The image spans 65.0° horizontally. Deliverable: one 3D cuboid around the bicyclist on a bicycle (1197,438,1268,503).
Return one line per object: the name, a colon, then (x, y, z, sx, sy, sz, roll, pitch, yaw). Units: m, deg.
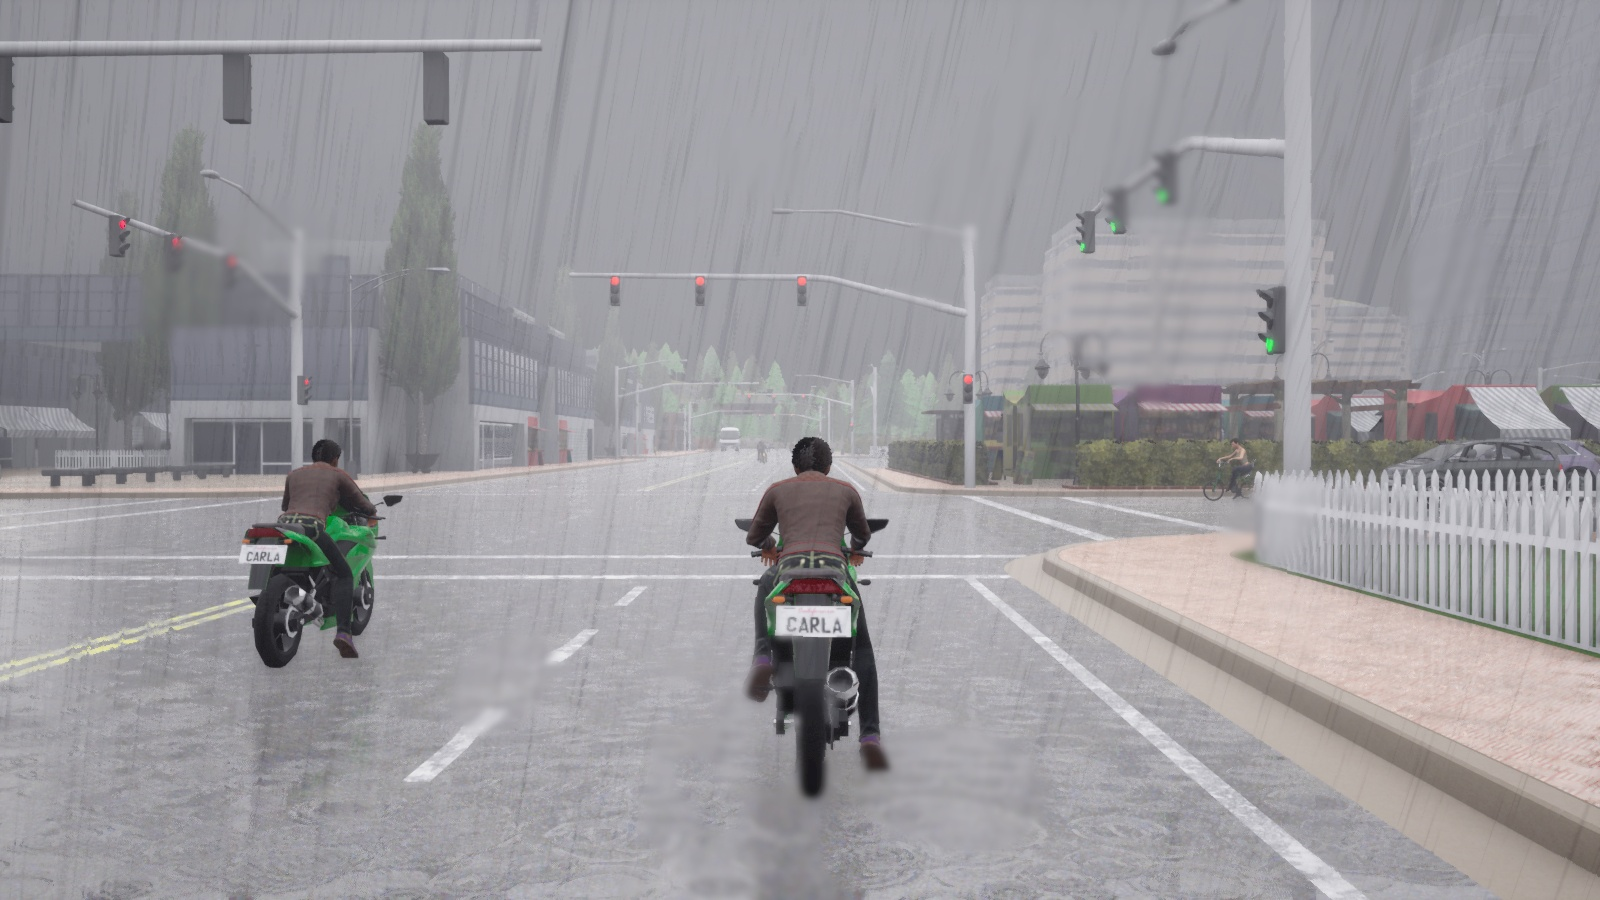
bicyclist on a bicycle: (11.005, 0.511, 31.967, 1.509, 1.612, 0.866, 0, 0, -1)

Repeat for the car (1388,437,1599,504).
car: (17.933, 0.510, 32.101, 4.856, 1.649, 2.033, 0, 0, -1)

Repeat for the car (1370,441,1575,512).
car: (15.225, 0.576, 28.550, 3.705, 1.549, 1.789, 0, 0, -1)

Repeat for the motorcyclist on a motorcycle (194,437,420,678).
motorcyclist on a motorcycle: (-3.424, 0.675, 8.958, 0.797, 1.523, 2.044, 0, 0, 0)

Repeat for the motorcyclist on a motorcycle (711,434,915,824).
motorcyclist on a motorcycle: (0.056, 0.695, 5.932, 0.797, 1.523, 2.044, 0, 0, 0)
